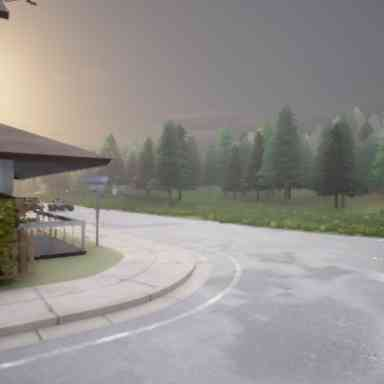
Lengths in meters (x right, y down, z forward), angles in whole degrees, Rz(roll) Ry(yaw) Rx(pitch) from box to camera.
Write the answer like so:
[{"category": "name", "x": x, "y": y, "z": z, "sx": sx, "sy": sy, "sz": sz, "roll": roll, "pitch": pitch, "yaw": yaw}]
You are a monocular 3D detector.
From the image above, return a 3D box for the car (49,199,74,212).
[{"category": "car", "x": -14.479, "y": 1.449, "z": 36.613, "sx": 1.994, "sy": 1.385, "sz": 4.181, "roll": 0, "pitch": 0, "yaw": -35}]

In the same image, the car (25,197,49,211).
[{"category": "car", "x": -17.015, "y": 1.333, "z": 35.198, "sx": 1.816, "sy": 1.474, "sz": 4.193, "roll": 7, "pitch": -5, "yaw": -38}]
